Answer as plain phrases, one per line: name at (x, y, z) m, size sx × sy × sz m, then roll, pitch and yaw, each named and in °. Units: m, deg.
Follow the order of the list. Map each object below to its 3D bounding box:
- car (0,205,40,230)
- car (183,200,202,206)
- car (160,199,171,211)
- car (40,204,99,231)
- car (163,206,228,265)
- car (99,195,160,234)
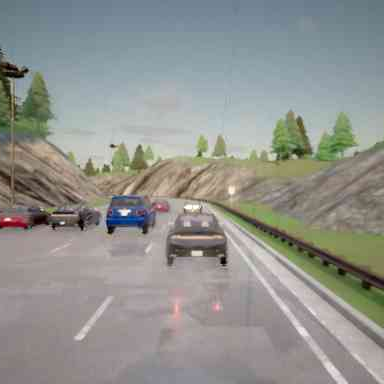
car at (-10.379, 1.510, 20.764) m, size 1.994 × 1.385 × 4.181 m, roll 0°, pitch 0°, yaw 0°
car at (0.037, 1.515, 34.855) m, size 1.895 × 1.301 × 4.718 m, roll 0°, pitch 0°, yaw 0°
car at (-3.477, 1.472, 37.015) m, size 1.994 × 1.385 × 4.181 m, roll 0°, pitch 0°, yaw 0°
car at (-6.875, 1.440, 20.038) m, size 2.128 × 1.511 × 4.902 m, roll 0°, pitch 0°, yaw 0°
car at (0.148, 1.463, 11.535) m, size 2.128 × 1.511 × 4.902 m, roll 0°, pitch 0°, yaw 0°
car at (-3.368, 1.173, 19.149) m, size 2.150 × 2.045 × 5.566 m, roll 0°, pitch 0°, yaw 0°
